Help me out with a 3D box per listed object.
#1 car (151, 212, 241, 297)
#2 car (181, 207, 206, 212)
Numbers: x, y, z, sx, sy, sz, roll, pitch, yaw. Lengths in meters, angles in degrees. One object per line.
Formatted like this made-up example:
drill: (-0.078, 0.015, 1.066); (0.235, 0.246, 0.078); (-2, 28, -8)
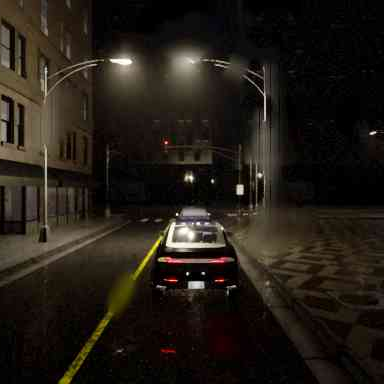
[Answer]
car: (0.085, 1.491, 8.532); (2.128, 1.511, 4.902); (0, 0, 0)
car: (0.088, 1.547, 18.644); (2.033, 1.411, 5.357); (0, 0, -2)
